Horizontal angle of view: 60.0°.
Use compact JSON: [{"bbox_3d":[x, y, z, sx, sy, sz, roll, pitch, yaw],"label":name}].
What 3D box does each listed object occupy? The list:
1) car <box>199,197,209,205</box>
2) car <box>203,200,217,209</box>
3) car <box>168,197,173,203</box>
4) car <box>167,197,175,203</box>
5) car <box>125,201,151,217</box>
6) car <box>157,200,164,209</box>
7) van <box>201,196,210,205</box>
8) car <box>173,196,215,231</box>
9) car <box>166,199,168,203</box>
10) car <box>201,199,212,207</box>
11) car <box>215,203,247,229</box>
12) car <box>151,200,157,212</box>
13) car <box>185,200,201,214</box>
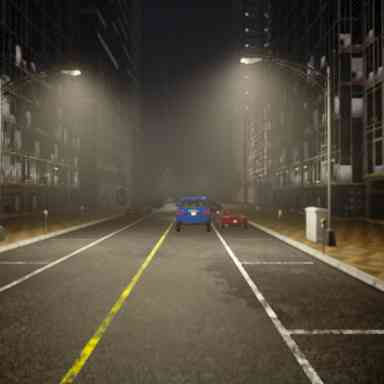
[{"bbox_3d":[2.660,1.942,74.138,1.967,1.590,4.097,0,0,0],"label":"car"},{"bbox_3d":[2.670,1.928,51.369,1.947,1.339,4.313,0,0,0],"label":"car"},{"bbox_3d":[-5.726,2.092,85.359,1.752,1.417,4.829,0,0,0],"label":"car"},{"bbox_3d":[-5.728,2.149,91.222,2.008,1.369,4.403,0,0,0],"label":"car"},{"bbox_3d":[-5.703,1.795,34.295,1.887,1.381,4.507,0,0,0],"label":"car"},{"bbox_3d":[-5.711,1.907,51.373,1.887,1.381,4.507,0,0,0],"label":"car"},{"bbox_3d":[2.663,1.810,68.448,1.690,1.788,3.998,0,0,0],"label":"van"},{"bbox_3d":[0.090,1.387,22.051,2.150,2.045,5.566,0,0,0],"label":"car"},{"bbox_3d":[-5.714,1.965,57.066,1.947,1.339,4.313,0,0,0],"label":"car"},{"bbox_3d":[2.665,2.000,62.753,1.947,1.339,4.313,0,0,0],"label":"car"},{"bbox_3d":[2.682,1.717,22.908,1.887,1.381,4.507,0,0,0],"label":"car"},{"bbox_3d":[-5.706,1.870,39.989,1.802,1.307,4.206,0,0,0],"label":"car"},{"bbox_3d":[0.082,1.800,41.042,1.837,1.490,4.892,0,0,0],"label":"car"}]
